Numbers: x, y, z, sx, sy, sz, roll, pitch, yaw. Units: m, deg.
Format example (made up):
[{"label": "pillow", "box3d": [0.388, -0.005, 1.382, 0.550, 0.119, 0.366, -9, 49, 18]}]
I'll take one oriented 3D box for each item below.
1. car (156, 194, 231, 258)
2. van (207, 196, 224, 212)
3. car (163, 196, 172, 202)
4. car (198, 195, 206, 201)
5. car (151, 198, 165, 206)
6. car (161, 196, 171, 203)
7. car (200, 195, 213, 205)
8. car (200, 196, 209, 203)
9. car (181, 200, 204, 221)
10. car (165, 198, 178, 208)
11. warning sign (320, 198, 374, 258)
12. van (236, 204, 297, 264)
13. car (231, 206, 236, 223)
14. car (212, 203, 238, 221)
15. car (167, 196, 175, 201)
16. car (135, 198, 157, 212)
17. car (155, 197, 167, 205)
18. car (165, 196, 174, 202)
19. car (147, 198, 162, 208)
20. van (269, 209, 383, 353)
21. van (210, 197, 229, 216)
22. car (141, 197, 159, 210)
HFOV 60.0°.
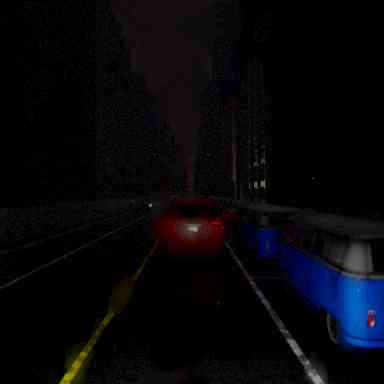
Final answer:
[{"label": "car", "box3d": [0.061, 1.247, 13.080, 2.150, 2.045, 5.566, 0, 0, 0]}, {"label": "van", "box3d": [2.760, 1.424, 40.058, 1.690, 1.788, 3.998, 0, 0, 0]}, {"label": "car", "box3d": [-5.768, 1.703, 79.625, 1.752, 1.417, 4.829, 0, 0, 0]}, {"label": "car", "box3d": [2.757, 1.651, 91.155, 1.967, 1.590, 4.097, 0, 0, 0]}, {"label": "car", "box3d": [-5.766, 1.688, 57.086, 1.947, 1.339, 4.313, 0, 0, 0]}, {"label": "car", "box3d": [-5.767, 1.707, 74.118, 1.887, 1.381, 4.507, 0, 0, 0]}, {"label": "car", "box3d": [2.759, 1.450, 62.767, 2.192, 1.841, 5.009, 0, 0, 0]}, {"label": "car", "box3d": [2.758, 1.603, 74.123, 1.967, 1.590, 4.097, 0, 0, 0]}, {"label": "car", "box3d": [0.067, 1.565, 29.362, 1.837, 1.490, 4.892, 0, 0, 0]}, {"label": "car", "box3d": [-3.084, 1.634, 51.037, 1.812, 1.442, 4.674, 0, 0, 0]}, {"label": "warning sign", "box3d": [5.066, 1.134, 10.975, 1.300, 1.860, 1.060, 0, 0, 0]}, {"label": "van", "box3d": [2.762, 1.361, 11.670, 1.690, 1.788, 3.998, 0, 0, 0]}, {"label": "car", "box3d": [2.761, 1.626, 23.024, 1.802, 1.307, 4.206, 0, 0, 0]}, {"label": "car", "box3d": [2.761, 1.639, 28.702, 1.802, 1.307, 4.206, 0, 0, 0]}, {"label": "car", "box3d": [-5.768, 1.776, 91.150, 1.947, 1.339, 4.313, 0, 0, 0]}, {"label": "car", "box3d": [-5.765, 1.634, 40.054, 2.008, 1.369, 4.403, 0, 0, 0]}, {"label": "car", "box3d": [-5.766, 1.660, 62.592, 1.752, 1.417, 4.829, 0, 0, 0]}, {"label": "car", "box3d": [-5.768, 1.739, 85.472, 1.887, 1.381, 4.507, 0, 0, 0]}, {"label": "car", "box3d": [-5.766, 1.634, 51.238, 1.752, 1.417, 4.829, 0, 0, 0]}, {"label": "van", "box3d": [2.762, 1.351, 5.993, 1.690, 1.788, 3.998, 0, 0, 0]}, {"label": "van", "box3d": [2.760, 1.411, 34.380, 1.690, 1.788, 3.998, 0, 0, 0]}, {"label": "car", "box3d": [-5.765, 1.536, 45.731, 1.967, 1.590, 4.097, 0, 0, 0]}]
